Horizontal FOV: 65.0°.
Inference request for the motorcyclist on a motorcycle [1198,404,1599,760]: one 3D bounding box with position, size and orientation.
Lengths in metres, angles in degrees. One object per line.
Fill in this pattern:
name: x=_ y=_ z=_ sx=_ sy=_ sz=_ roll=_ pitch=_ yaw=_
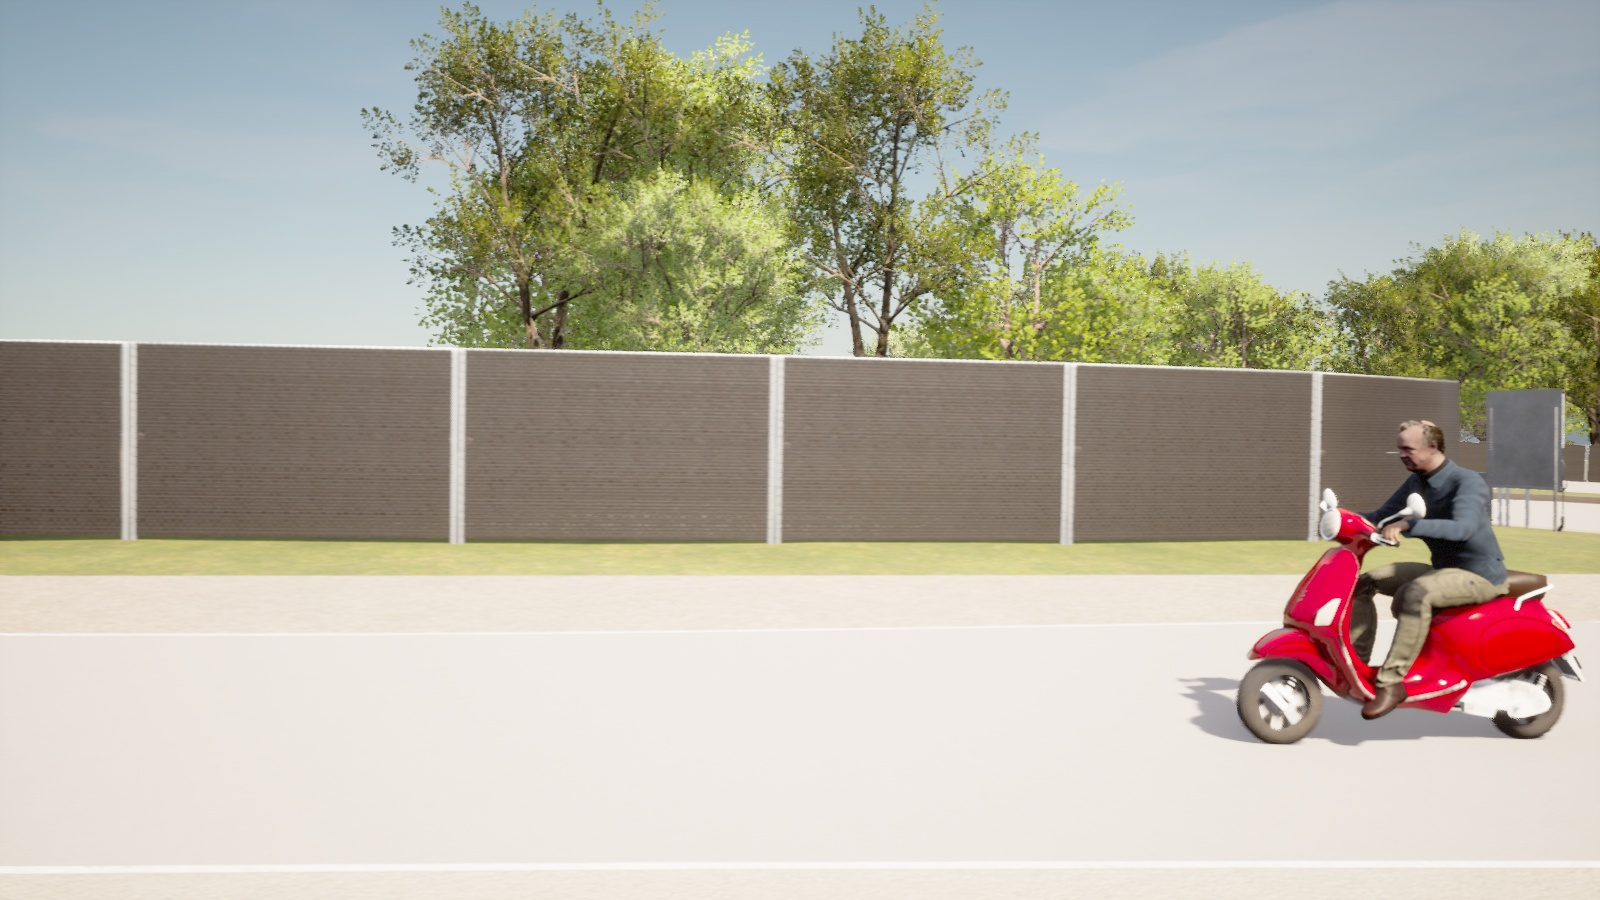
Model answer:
motorcyclist on a motorcycle: x=3.017 y=0.581 z=6.184 sx=1.817 sy=1.590 sz=0.866 roll=-1 pitch=1 yaw=-8
